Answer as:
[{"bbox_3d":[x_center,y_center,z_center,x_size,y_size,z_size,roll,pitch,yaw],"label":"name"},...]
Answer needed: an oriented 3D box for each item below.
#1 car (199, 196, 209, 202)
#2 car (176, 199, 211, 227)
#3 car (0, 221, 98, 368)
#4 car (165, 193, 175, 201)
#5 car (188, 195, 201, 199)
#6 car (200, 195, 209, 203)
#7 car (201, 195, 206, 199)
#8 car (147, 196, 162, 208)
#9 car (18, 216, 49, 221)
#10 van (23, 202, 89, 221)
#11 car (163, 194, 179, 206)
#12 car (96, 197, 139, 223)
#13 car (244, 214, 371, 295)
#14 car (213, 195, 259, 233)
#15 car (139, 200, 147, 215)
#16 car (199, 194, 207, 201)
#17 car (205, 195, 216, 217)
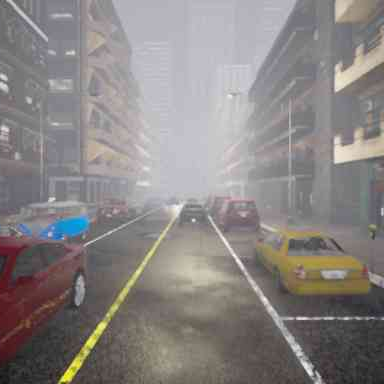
[{"bbox_3d":[2.667,1.506,75.629,1.947,1.339,4.313,-1,0,0],"label":"car"},{"bbox_3d":[0.096,1.485,22.838,1.837,1.490,4.892,0,0,0],"label":"car"},{"bbox_3d":[-3.102,1.473,4.980,1.882,1.535,5.008,0,0,0],"label":"car"},{"bbox_3d":[-5.718,1.247,86.860,2.192,1.841,5.009,-1,0,0],"label":"car"},{"bbox_3d":[0.093,1.488,45.209,1.812,1.442,4.674,0,0,0],"label":"car"},{"bbox_3d":[2.668,1.469,70.196,1.752,1.417,4.829,-1,0,0],"label":"car"},{"bbox_3d":[2.670,1.280,42.016,2.192,1.841,5.009,-1,0,0],"label":"car"},{"bbox_3d":[-5.708,1.543,47.646,1.802,1.307,4.206,-1,0,0],"label":"car"},{"bbox_3d":[-5.668,1.543,8.431,2.008,1.369,4.403,-1,0,0],"label":"car"},{"bbox_3d":[-5.672,1.329,14.033,1.690,1.788,3.998,-1,0,0],"label":"van"},{"bbox_3d":[-3.016,1.436,52.693,1.882,1.535,5.008,0,0,0],"label":"car"},{"bbox_3d":[-5.698,1.294,25.237,2.192,1.841,5.009,-1,0,0],"label":"car"},{"bbox_3d":[2.678,1.518,8.574,1.752,1.417,4.829,-1,0,0],"label":"car"},{"bbox_3d":[2.674,1.298,19.608,2.192,1.841,5.009,-1,0,0],"label":"car"},{"bbox_3d":[-5.713,1.525,30.840,2.008,1.369,4.403,-1,0,0],"label":"car"},{"bbox_3d":[2.664,1.376,81.231,1.967,1.590,4.097,-1,0,0],"label":"car"},{"bbox_3d":[2.671,1.289,30.812,2.192,1.841,5.009,-1,0,0],"label":"car"}]
